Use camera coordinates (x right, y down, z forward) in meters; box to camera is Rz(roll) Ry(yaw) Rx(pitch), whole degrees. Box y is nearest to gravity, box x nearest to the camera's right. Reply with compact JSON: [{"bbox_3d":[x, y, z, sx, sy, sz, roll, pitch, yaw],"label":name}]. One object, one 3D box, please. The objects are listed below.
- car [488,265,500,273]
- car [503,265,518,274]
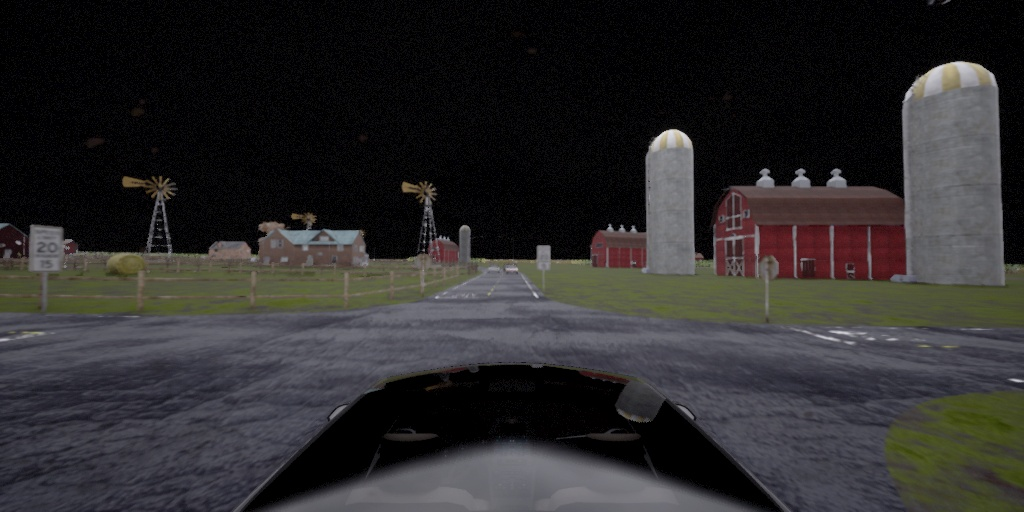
[{"bbox_3d":[-3.007,2.145,59.425,1.895,1.301,4.718,0,-1,-2],"label":"car"},{"bbox_3d":[-0.062,2.089,54.961,1.895,1.301,4.718,0,-1,-2],"label":"car"}]
